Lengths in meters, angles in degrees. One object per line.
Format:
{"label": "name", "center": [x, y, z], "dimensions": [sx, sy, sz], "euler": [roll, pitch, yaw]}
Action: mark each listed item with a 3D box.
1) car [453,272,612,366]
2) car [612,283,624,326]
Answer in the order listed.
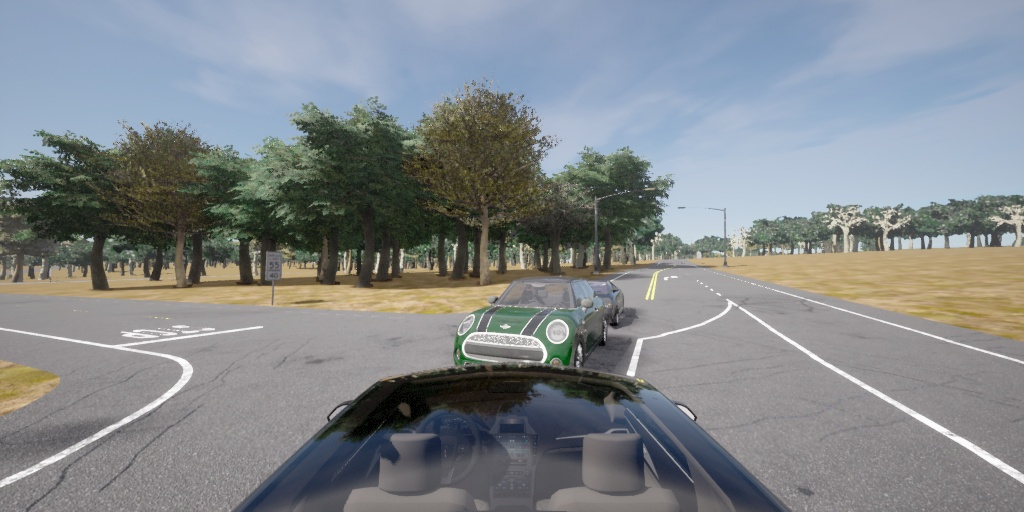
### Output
{"label": "car", "center": [0.672, 1.223, 7.488], "dimensions": [2.097, 1.767, 4.553], "euler": [-1, -2, 22]}
{"label": "car", "center": [2.892, 1.555, 12.923], "dimensions": [1.994, 1.385, 4.181], "euler": [-2, 0, 22]}
